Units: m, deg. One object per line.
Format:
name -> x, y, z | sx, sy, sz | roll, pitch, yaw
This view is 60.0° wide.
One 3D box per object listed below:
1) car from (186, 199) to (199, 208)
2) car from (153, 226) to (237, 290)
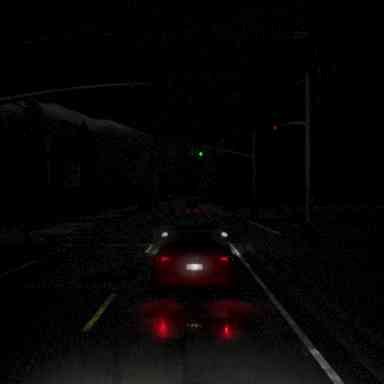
car -> 0.069, 1.884, 54.256 | 1.812, 1.442, 4.674 | 0, 0, 0
car -> 0.075, 1.626, 9.285 | 1.994, 1.385, 4.181 | 0, 0, 0
